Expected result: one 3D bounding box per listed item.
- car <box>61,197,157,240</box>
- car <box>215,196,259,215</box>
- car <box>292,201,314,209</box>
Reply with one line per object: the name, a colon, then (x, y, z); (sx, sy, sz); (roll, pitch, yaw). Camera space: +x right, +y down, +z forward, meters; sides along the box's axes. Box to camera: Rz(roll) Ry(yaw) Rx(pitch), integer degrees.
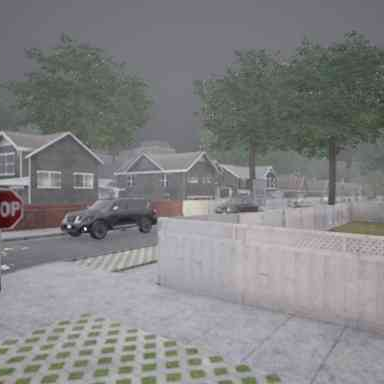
car: (-4.310, 1.324, 18.265); (2.150, 2.045, 5.566); (0, 0, 36)
car: (4.230, 1.412, 30.234); (2.150, 2.045, 5.566); (0, 0, 36)
car: (15.224, 1.880, 45.485); (1.994, 1.385, 4.181); (0, 0, 36)
